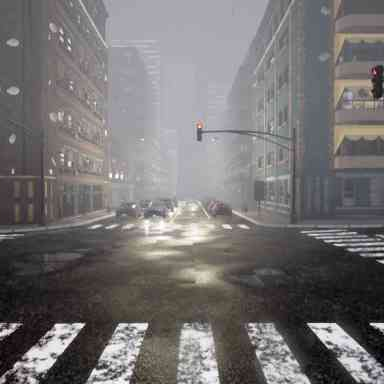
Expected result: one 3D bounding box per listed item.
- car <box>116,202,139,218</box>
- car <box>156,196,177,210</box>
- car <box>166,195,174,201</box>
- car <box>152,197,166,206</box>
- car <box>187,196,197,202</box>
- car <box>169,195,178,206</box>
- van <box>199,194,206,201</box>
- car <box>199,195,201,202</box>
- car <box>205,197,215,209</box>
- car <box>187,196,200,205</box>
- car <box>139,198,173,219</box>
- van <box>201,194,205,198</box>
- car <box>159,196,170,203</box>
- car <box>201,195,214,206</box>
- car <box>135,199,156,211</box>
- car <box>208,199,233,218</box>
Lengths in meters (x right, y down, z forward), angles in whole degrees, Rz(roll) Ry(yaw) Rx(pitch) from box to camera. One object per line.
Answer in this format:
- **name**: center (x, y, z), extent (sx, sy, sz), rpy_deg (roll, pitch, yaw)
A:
- **car**: center (-5.690, 1.568, 30.224), extent (1.947, 1.339, 4.313), rpy_deg (0, 0, 0)
- **car**: center (-3.089, 1.511, 39.850), extent (1.837, 1.490, 4.892), rpy_deg (0, 0, 0)
- **car**: center (-5.679, 1.563, 85.290), extent (1.752, 1.417, 4.829), rpy_deg (0, 0, 0)
- **car**: center (-5.685, 1.561, 57.842), extent (1.887, 1.381, 4.507), rpy_deg (0, 0, 0)
- **car**: center (0.015, 1.452, 69.703), extent (1.895, 1.301, 4.718), rpy_deg (0, 0, 0)
- **car**: center (-3.077, 1.503, 50.294), extent (2.128, 1.511, 4.902), rpy_deg (0, 0, 0)
- **van**: center (2.700, 1.379, 85.446), extent (1.690, 1.788, 3.998), rpy_deg (-1, 0, 0)
- **car**: center (2.697, 1.582, 57.828), extent (1.947, 1.339, 4.313), rpy_deg (0, 0, 0)
- **car**: center (2.692, 1.570, 35.734), extent (1.947, 1.339, 4.313), rpy_deg (0, 0, 0)
- **car**: center (0.012, 1.543, 59.667), extent (1.812, 1.442, 4.674), rpy_deg (0, 0, 0)
- **car**: center (-3.095, 1.550, 29.731), extent (2.033, 1.411, 5.357), rpy_deg (0, 0, 0)
- **van**: center (2.694, 1.354, 52.304), extent (1.690, 1.788, 3.998), rpy_deg (0, 0, 0)
- **car**: center (-5.682, 1.606, 68.889), extent (1.802, 1.307, 4.206), rpy_deg (0, 0, 0)
- **car**: center (2.694, 1.555, 46.781), extent (1.887, 1.381, 4.507), rpy_deg (0, 0, 0)
- **car**: center (-5.688, 1.573, 41.271), extent (1.947, 1.339, 4.313), rpy_deg (0, 0, 0)
- **car**: center (2.691, 1.584, 30.211), extent (1.802, 1.307, 4.206), rpy_deg (0, 0, 0)
